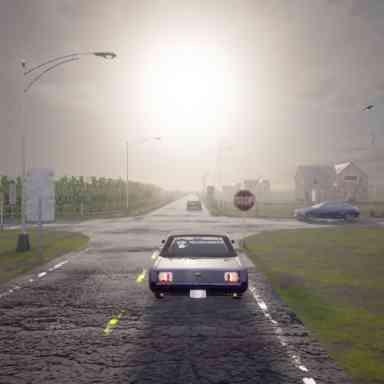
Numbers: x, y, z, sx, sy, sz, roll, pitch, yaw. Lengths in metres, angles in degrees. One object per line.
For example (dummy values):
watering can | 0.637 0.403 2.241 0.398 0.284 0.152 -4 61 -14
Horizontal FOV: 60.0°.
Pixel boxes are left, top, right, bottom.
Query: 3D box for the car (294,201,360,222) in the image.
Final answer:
car | 10.055 1.436 24.912 4.674 1.442 1.812 0 0 -2

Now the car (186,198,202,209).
car | 0.294 1.520 46.475 2.128 1.511 4.902 0 0 0

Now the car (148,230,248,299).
car | 0.154 1.602 8.391 1.895 1.301 4.718 0 0 1
